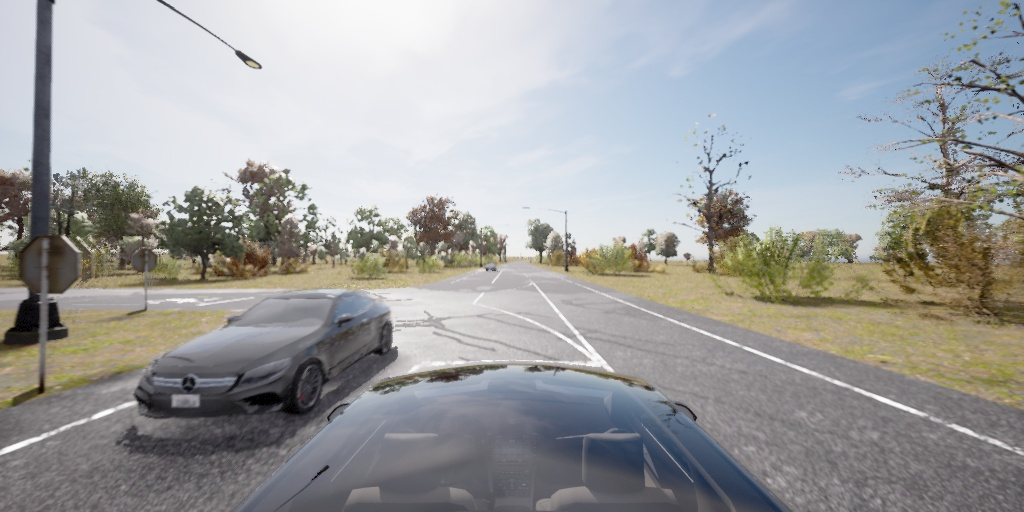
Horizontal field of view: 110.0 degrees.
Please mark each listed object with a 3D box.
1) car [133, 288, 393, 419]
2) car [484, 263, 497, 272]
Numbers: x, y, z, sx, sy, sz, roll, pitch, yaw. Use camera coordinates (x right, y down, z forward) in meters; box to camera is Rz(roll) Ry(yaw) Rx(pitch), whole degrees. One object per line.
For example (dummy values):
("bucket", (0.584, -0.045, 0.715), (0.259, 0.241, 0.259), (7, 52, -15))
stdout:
("car", (-3.506, 1.330, 6.186), (1.812, 1.442, 4.674), (0, -1, 0))
("car", (-3.480, 1.875, 59.274), (2.128, 1.511, 4.902), (0, -1, 0))
